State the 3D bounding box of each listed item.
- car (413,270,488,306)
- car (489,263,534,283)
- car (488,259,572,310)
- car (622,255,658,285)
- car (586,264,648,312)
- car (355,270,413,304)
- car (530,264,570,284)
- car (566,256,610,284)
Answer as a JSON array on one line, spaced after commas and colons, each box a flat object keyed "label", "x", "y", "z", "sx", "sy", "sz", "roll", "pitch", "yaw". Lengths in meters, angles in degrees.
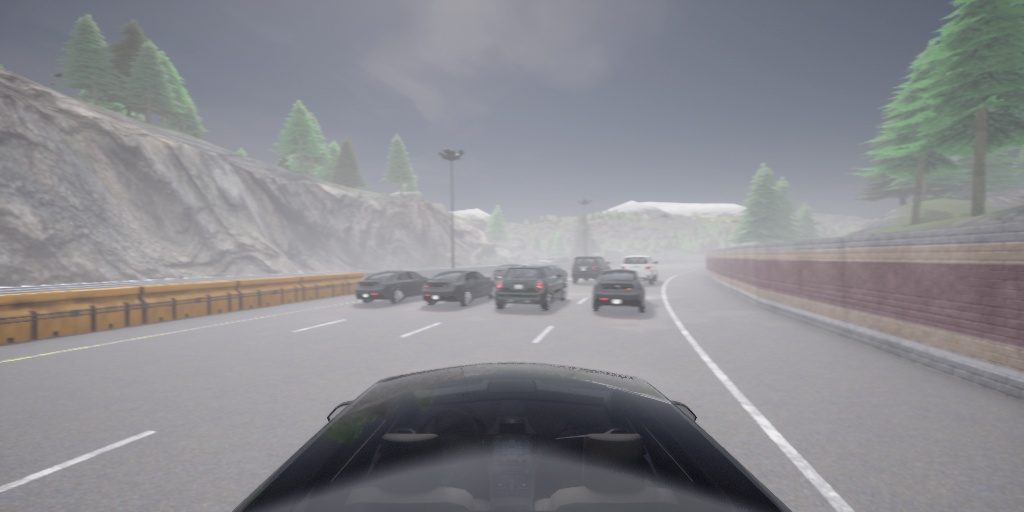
[{"label": "car", "x": -2.241, "y": 1.390, "z": 16.688, "sx": 1.837, "sy": 1.490, "sz": 4.892, "roll": -1, "pitch": 0, "yaw": 20}, {"label": "car", "x": 0.068, "y": 1.443, "z": 31.194, "sx": 1.837, "sy": 1.490, "sz": 4.892, "roll": -1, "pitch": 0, "yaw": 26}, {"label": "car", "x": 0.971, "y": 1.170, "z": 15.301, "sx": 2.097, "sy": 1.767, "sz": 4.553, "roll": -1, "pitch": -1, "yaw": 20}, {"label": "car", "x": 9.398, "y": 0.965, "z": 26.409, "sx": 2.150, "sy": 2.045, "sz": 5.566, "roll": -1, "pitch": 0, "yaw": 26}, {"label": "car", "x": 4.347, "y": 1.264, "z": 14.326, "sx": 1.837, "sy": 1.490, "sz": 4.892, "roll": -1, "pitch": 0, "yaw": 20}, {"label": "car", "x": -5.532, "y": 1.453, "z": 17.878, "sx": 1.837, "sy": 1.490, "sz": 4.892, "roll": -1, "pitch": 0, "yaw": 20}, {"label": "car", "x": 3.227, "y": 1.437, "z": 29.682, "sx": 1.994, "sy": 1.385, "sz": 4.181, "roll": -1, "pitch": 0, "yaw": 26}, {"label": "car", "x": 6.244, "y": 1.028, "z": 27.923, "sx": 2.150, "sy": 2.045, "sz": 5.566, "roll": -1, "pitch": 0, "yaw": 26}]
